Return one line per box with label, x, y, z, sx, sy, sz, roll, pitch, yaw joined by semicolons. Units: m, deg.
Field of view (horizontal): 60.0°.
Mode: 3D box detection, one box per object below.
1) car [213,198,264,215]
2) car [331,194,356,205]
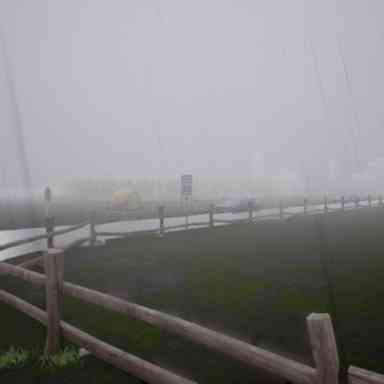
car;4.194;1.202;29.365;5.357;1.411;2.033;-1;1;-44
car;20.920;0.939;45.489;5.357;1.411;2.033;-1;1;-44
